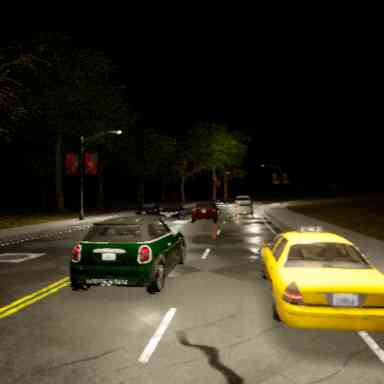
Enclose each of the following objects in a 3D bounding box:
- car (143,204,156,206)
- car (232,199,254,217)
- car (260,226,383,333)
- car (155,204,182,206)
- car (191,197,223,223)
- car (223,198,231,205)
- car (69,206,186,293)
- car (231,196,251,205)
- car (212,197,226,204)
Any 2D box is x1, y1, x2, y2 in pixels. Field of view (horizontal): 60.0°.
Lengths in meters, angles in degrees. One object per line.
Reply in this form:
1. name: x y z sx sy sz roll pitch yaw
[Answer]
1. car: -4.489 1.943 35.023 1.994 1.385 4.181 -1 -1 9
2. car: 5.350 1.784 34.047 1.812 1.442 4.674 -1 -1 9
3. car: 2.498 1.492 7.153 1.801 1.575 5.366 -1 -1 8
4. car: -1.751 1.839 31.454 1.812 1.442 4.674 -1 -1 9
5. car: 1.252 1.600 28.273 2.097 1.767 4.553 -1 -1 8
6. car: 8.125 2.036 71.687 1.812 1.442 4.674 -1 -1 22
7. car: -1.510 1.454 9.383 2.097 1.767 4.553 -1 -1 8
8. car: 6.831 1.552 43.817 2.150 2.045 5.566 -1 0 12
9. car: 6.073 1.899 75.254 1.812 1.442 4.674 -1 -1 22
